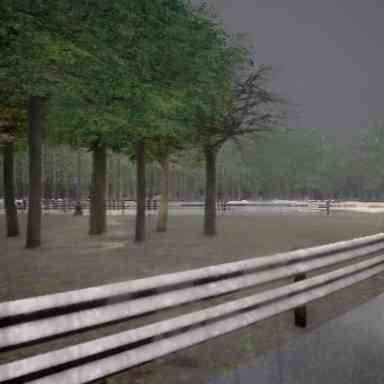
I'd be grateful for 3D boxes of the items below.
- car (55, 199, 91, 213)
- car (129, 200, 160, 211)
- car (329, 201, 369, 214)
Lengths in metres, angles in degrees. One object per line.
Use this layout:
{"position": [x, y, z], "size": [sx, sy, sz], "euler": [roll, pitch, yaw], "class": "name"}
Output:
{"position": [-13.373, 1.577, 38.741], "size": [5.008, 1.535, 1.882], "euler": [0, -1, 2], "class": "car"}
{"position": [-6.144, 1.780, 45.518], "size": [4.718, 1.301, 1.895], "euler": [0, -1, 2], "class": "car"}
{"position": [17.737, 1.742, 37.777], "size": [4.181, 1.385, 1.994], "euler": [0, -1, 2], "class": "car"}
